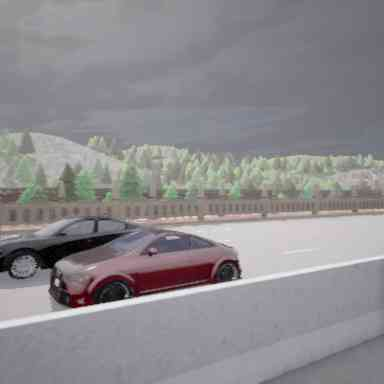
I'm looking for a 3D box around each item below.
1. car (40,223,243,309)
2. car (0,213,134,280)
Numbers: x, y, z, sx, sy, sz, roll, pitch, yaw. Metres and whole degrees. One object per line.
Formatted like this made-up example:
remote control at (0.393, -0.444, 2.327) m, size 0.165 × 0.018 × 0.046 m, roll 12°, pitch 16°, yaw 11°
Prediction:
car at (-0.896, 1.535, 7.425) m, size 4.181 × 1.385 × 1.994 m, roll 0°, pitch 0°, yaw -34°
car at (-3.383, 1.434, 9.970) m, size 5.008 × 1.535 × 1.882 m, roll 0°, pitch 0°, yaw -34°
